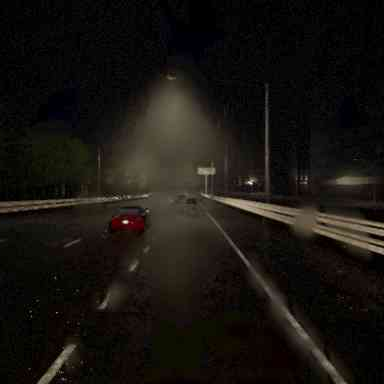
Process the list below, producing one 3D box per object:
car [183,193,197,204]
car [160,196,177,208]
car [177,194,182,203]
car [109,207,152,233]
[{"bbox_3d":[-0.068,1.499,64.014,2.128,1.511,4.902,0,0,0],"label":"car"},{"bbox_3d":[-3.597,1.530,49.515,1.812,1.442,4.674,0,0,0],"label":"car"},{"bbox_3d":[-3.695,1.557,68.045,2.033,1.411,5.357,0,0,0],"label":"car"},{"bbox_3d":[-3.509,1.557,19.528,1.994,1.385,4.181,0,0,0],"label":"car"}]
